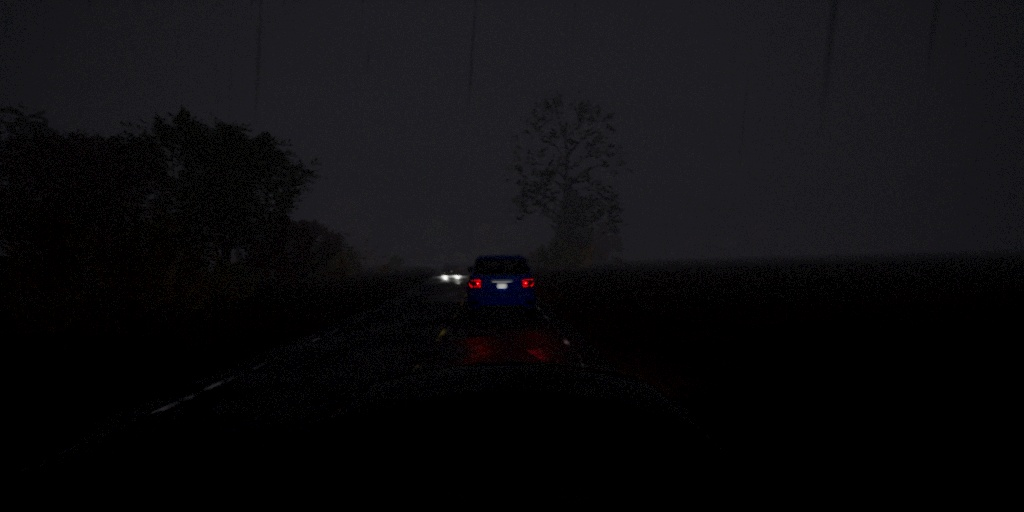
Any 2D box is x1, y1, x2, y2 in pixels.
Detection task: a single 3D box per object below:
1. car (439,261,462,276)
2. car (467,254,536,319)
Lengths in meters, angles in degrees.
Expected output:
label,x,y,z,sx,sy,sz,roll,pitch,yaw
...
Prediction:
label,x,y,z,sx,sy,sz,roll,pitch,yaw
car,-6.468,1.387,38.524,1.994,1.385,4.181,-1,0,-10
car,-0.438,0.967,13.073,2.150,2.045,5.566,-1,0,-3
